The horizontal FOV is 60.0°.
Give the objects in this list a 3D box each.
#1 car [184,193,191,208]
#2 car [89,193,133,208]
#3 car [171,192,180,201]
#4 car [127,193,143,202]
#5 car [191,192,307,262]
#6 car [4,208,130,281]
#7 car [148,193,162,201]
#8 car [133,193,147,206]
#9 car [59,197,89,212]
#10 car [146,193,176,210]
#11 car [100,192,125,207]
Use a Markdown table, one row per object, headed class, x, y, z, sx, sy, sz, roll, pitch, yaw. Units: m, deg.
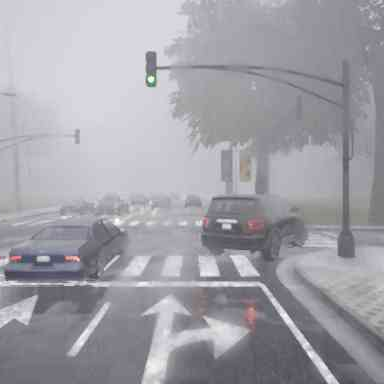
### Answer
| class | x | y | z | sx | sy | sz | roll | pitch | yaw |
| --- | --- | --- | --- | --- | --- | --- | --- | --- | --- |
| car | 0.101 | 1.140 | 38.414 | 1.895 | 1.301 | 4.718 | 0 | 1 | 0 |
| car | -6.594 | 1.025 | 27.545 | 2.097 | 1.767 | 4.553 | 0 | 0 | 0 |
| car | -3.225 | 0.755 | 60.660 | 2.128 | 1.511 | 4.902 | 0 | 1 | 0 |
| car | -9.791 | 0.866 | 57.496 | 1.994 | 1.385 | 4.181 | 0 | 1 | 0 |
| car | 2.408 | 1.097 | 11.973 | 2.150 | 2.045 | 5.566 | 0 | 0 | 31 |
| car | -3.149 | 1.432 | 9.555 | 2.033 | 1.411 | 5.357 | 0 | 1 | 0 |
| car | -6.521 | 0.883 | 59.127 | 1.895 | 1.301 | 4.718 | 0 | 1 | 0 |
| car | -6.585 | 1.037 | 42.507 | 2.033 | 1.411 | 5.357 | 0 | 1 | 0 |
| car | -9.836 | 1.180 | 28.906 | 1.812 | 1.442 | 4.674 | 0 | 1 | 1 |
| car | -3.148 | 1.130 | 34.879 | 2.033 | 1.411 | 5.357 | 0 | 1 | 0 |
| car | -9.834 | 0.856 | 41.611 | 2.097 | 1.767 | 4.553 | 0 | 0 | 0 |
